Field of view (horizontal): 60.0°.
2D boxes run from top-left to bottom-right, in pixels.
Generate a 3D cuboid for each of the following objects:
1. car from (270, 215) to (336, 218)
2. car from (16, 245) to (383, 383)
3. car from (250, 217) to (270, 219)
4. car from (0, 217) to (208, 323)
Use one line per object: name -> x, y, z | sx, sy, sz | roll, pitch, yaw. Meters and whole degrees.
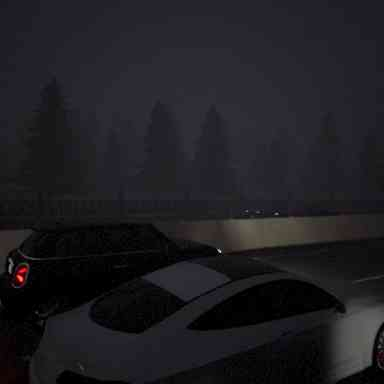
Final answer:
car -> 8.423, 1.687, 24.442 | 4.718, 1.301, 1.895 | 0, 0, -25
car -> 0.645, 1.533, 3.995 | 4.674, 1.442, 1.812 | 0, 0, -33
car -> 6.788, 1.678, 27.538 | 4.718, 1.301, 1.895 | 0, 0, -25
car -> -1.325, 1.347, 6.851 | 4.553, 1.767, 2.097 | 0, 0, -34
